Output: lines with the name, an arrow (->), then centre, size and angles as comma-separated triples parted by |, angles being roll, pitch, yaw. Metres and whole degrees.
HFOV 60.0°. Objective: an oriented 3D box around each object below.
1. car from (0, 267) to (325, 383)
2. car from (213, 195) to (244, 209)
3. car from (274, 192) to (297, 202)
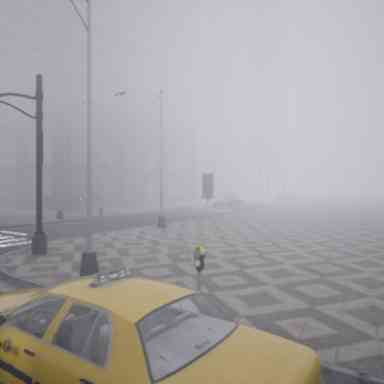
car -> -1.085, 1.534, 3.743 | 4.829, 1.417, 1.752 | 0, 0, 36
car -> 4.042, 1.012, 36.080 | 1.812, 1.442, 4.674 | 0, 1, 36
car -> 14.126, 0.675, 49.960 | 2.033, 1.411, 5.357 | 0, 1, 36
